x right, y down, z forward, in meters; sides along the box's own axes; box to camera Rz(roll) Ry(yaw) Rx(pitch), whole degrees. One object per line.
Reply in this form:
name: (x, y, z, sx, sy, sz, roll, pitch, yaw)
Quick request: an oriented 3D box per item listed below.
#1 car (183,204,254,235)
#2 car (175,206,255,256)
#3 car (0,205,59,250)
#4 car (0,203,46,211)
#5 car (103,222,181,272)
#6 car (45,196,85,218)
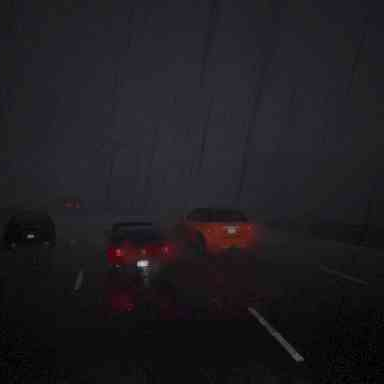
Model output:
car: (1.452, 1.599, 20.711, 2.128, 1.511, 4.902, 0, 0, -27)
car: (0.729, 1.423, 13.840, 2.097, 1.767, 4.553, 0, 0, -19)
car: (-7.277, 1.567, 15.039, 1.882, 1.535, 5.008, 0, 0, -25)
car: (-15.675, 1.782, 30.160, 4.718, 1.301, 1.895, 0, 0, 37)
car: (-1.959, 1.662, 11.148, 1.895, 1.301, 4.718, 0, 0, -17)
car: (-12.633, 1.408, 32.223, 5.566, 2.045, 2.150, 0, -1, 38)
